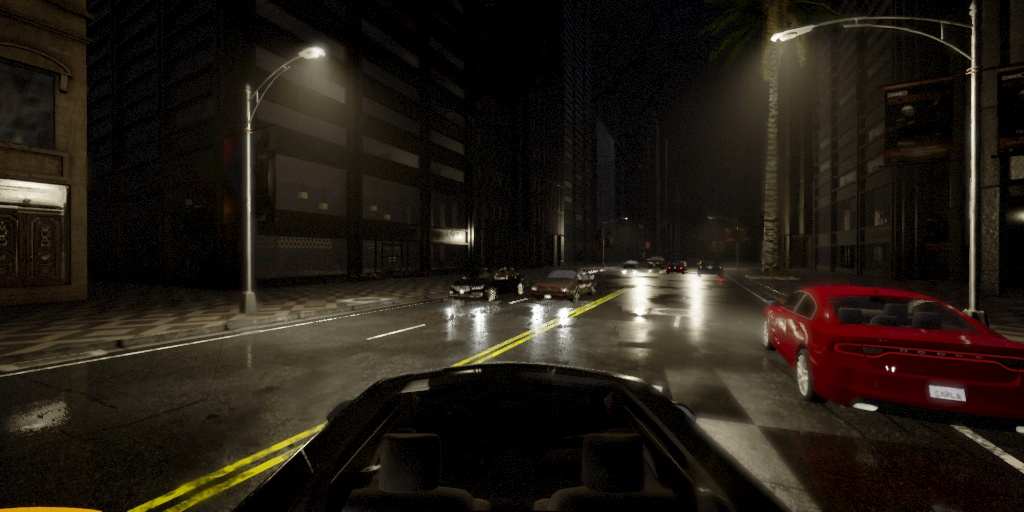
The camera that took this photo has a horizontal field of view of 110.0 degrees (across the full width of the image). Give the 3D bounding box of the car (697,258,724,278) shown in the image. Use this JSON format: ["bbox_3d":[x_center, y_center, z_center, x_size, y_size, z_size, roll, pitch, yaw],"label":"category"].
[{"bbox_3d":[19.269,1.116,34.891,2.097,1.767,4.553,0,0,27],"label":"car"}]

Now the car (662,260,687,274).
[{"bbox_3d":[18.625,1.315,40.713,2.033,1.411,5.357,0,0,27],"label":"car"}]

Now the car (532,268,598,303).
[{"bbox_3d":[2.698,1.299,17.267,2.033,1.411,5.357,0,0,27],"label":"car"}]

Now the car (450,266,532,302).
[{"bbox_3d":[-1.001,1.256,17.177,1.837,1.490,4.892,0,0,27],"label":"car"}]

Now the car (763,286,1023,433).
[{"bbox_3d":[5.511,1.228,5.807,1.882,1.535,5.008,0,0,27],"label":"car"}]

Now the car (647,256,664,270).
[{"bbox_3d":[22.177,1.006,55.133,2.150,2.045,5.566,0,0,28],"label":"car"}]

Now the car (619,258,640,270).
[{"bbox_3d":[17.900,1.380,53.942,1.895,1.301,4.718,0,0,27],"label":"car"}]
